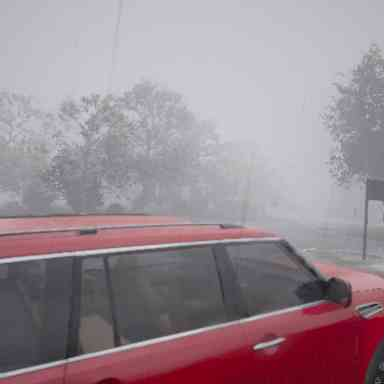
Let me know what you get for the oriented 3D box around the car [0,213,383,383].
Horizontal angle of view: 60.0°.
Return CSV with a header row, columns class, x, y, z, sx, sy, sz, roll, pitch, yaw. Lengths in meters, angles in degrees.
class,x,y,z,sx,sy,sz,roll,pitch,yaw
car,-0.136,1.228,3.053,5.566,2.045,2.150,0,0,-34
